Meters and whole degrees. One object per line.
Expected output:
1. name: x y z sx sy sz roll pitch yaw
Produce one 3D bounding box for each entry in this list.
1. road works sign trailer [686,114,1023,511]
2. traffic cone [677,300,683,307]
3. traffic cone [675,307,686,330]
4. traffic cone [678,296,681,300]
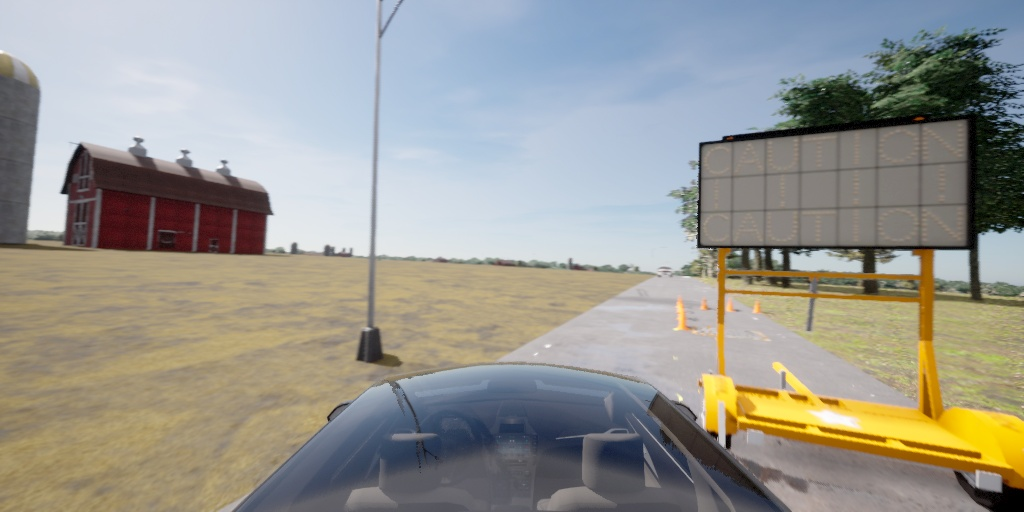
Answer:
1. road works sign trailer: 3.420 0.325 4.150 2.380 3.560 2.880 0 0 24
2. traffic cone: 6.058 1.995 12.822 0.340 0.580 0.340 0 0 24
3. traffic cone: 5.238 1.950 10.998 0.340 0.580 0.340 0 0 24
4. traffic cone: 6.878 2.039 14.645 0.340 0.580 0.340 0 0 24
